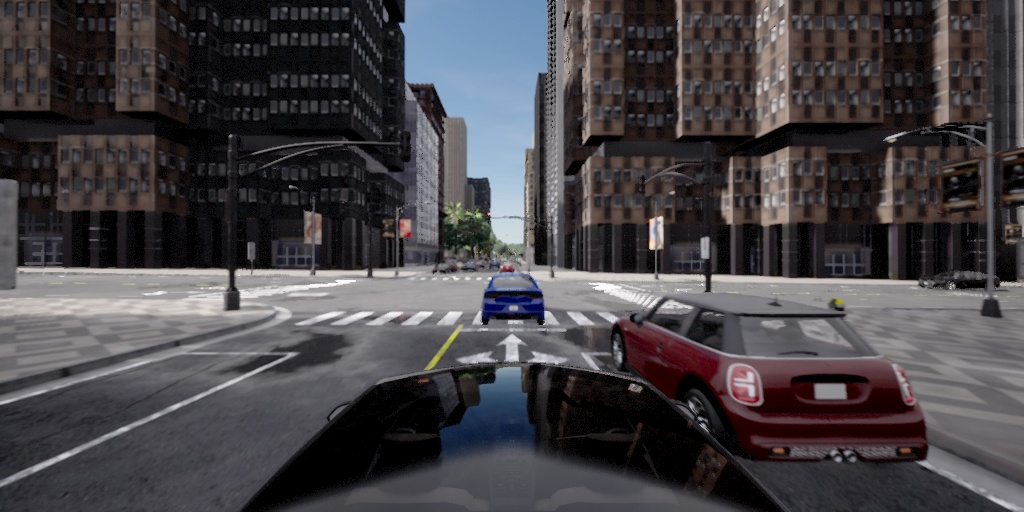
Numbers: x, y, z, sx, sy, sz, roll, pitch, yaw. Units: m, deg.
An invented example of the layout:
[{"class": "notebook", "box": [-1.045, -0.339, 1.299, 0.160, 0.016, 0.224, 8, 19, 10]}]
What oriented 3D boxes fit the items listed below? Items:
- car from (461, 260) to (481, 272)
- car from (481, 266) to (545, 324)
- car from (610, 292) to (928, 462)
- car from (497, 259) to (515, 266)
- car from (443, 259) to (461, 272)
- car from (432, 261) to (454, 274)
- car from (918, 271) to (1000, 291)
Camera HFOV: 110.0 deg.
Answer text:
[{"class": "car", "box": [-6.448, 1.687, 55.390, 2.033, 1.411, 5.357, 0, -1, 0]}, {"class": "car", "box": [-0.009, 1.300, 12.392, 1.882, 1.535, 5.008, 0, 0, -1]}, {"class": "car", "box": [2.764, 1.213, 5.045, 1.967, 1.591, 4.097, 0, 0, 0]}, {"class": "car", "box": [-0.577, 1.500, 46.437, 1.967, 1.591, 4.097, 0, 0, 0]}, {"class": "car", "box": [-9.133, 1.422, 51.817, 2.192, 1.841, 5.009, 0, 0, 0]}, {"class": "car", "box": [-9.102, 1.625, 46.391, 1.948, 1.339, 4.313, 0, 0, 0]}, {"class": "car", "box": [35.391, 1.943, 28.482, 5.008, 1.535, 1.882, 1, 0, 0]}]
